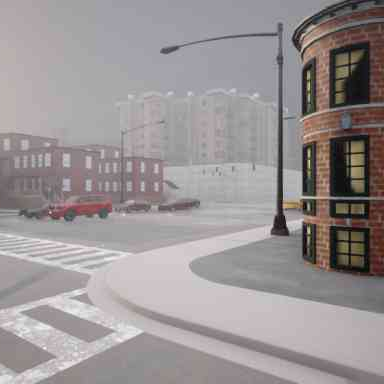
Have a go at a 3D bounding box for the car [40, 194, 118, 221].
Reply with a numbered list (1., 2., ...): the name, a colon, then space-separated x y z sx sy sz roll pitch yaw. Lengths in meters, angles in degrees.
1. car: -9.166 1.221 27.549 2.150 2.045 5.566 0 0 36

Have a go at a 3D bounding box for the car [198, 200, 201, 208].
1. car: -0.741 1.491 45.315 2.128 1.511 4.902 0 0 36

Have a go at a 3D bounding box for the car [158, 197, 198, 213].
1. car: -1.824 1.478 37.814 1.882 1.535 5.008 0 0 36

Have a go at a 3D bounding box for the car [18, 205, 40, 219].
1. car: -12.247 1.547 29.260 2.033 1.411 5.357 0 0 36

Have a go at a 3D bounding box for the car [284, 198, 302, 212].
1. car: 12.633 1.478 39.670 1.882 1.535 5.008 0 0 36

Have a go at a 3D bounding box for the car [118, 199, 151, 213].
1. car: -6.518 1.526 37.253 1.812 1.442 4.674 0 0 35
